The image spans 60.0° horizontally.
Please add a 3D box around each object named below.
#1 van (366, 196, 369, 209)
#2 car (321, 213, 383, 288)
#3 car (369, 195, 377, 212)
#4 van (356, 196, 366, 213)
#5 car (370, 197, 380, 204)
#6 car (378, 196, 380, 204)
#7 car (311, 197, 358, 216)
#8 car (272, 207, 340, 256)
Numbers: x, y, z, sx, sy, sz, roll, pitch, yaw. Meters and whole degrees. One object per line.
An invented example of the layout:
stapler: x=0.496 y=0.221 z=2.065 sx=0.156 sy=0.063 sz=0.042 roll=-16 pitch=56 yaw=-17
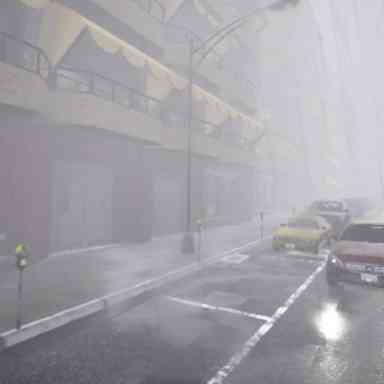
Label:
van: x=16.036 y=1.419 z=32.604 sx=1.690 sy=1.788 sz=3.998 roll=2 pitch=1 yaw=31
car: x=4.890 y=1.543 z=8.984 sx=1.812 sy=1.442 sz=4.674 roll=0 pitch=0 yaw=30
car: x=21.705 y=1.434 z=42.102 sx=2.192 sy=1.841 sz=5.009 roll=2 pitch=1 yaw=31
van: x=13.201 y=1.400 z=27.853 sx=1.690 sy=1.788 sz=3.998 roll=2 pitch=1 yaw=31
car: x=41.537 y=1.855 z=75.348 sx=1.887 sy=1.381 sz=4.507 roll=2 pitch=1 yaw=31
car: x=30.201 y=1.755 z=56.353 sx=1.947 sy=1.339 sz=4.313 roll=2 pitch=1 yaw=31
car: x=7.535 y=1.345 z=18.357 sx=2.192 sy=1.841 sz=5.009 roll=2 pitch=1 yaw=31
car: x=4.607 y=1.543 z=13.464 sx=1.752 sy=1.417 sz=4.829 roll=2 pitch=1 yaw=31
